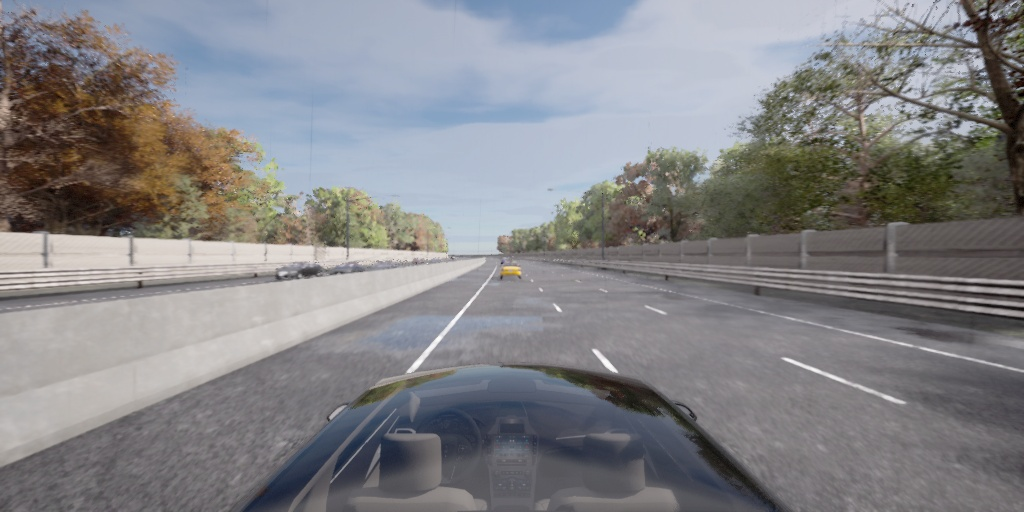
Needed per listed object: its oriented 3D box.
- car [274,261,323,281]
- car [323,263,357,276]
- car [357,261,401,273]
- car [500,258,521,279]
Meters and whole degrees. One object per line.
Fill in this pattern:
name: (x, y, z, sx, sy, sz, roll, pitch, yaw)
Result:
car: (-17.783, 1.218, 30.156, 2.128, 1.511, 4.902, 0, 0, -1)
car: (-14.299, 1.282, 31.505, 1.994, 1.385, 4.181, 0, 0, -1)
car: (-10.786, 1.206, 30.318, 2.128, 1.511, 4.902, 0, 0, -1)
car: (-0.139, 1.151, 32.151, 1.801, 1.575, 5.366, 0, 0, -1)
